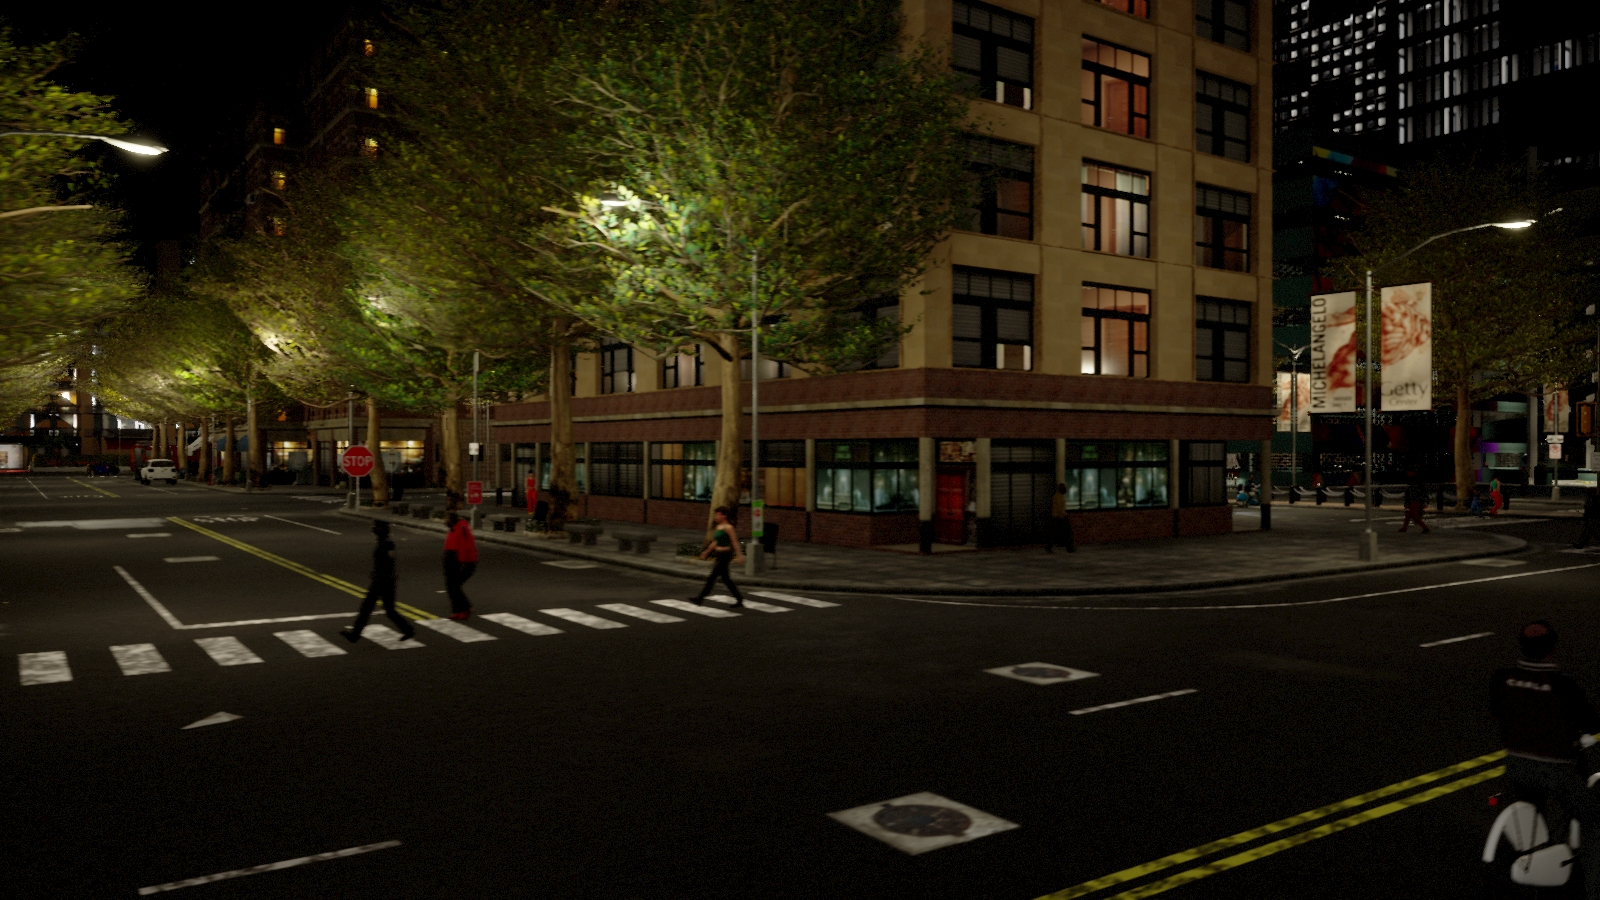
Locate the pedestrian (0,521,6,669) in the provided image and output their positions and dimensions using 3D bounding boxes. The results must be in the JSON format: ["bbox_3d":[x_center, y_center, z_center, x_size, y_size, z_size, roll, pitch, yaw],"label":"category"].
[{"bbox_3d":[-10.375,1.849,14.594,0.375,1.860,0.375,0,0,-34],"label":"pedestrian"}]

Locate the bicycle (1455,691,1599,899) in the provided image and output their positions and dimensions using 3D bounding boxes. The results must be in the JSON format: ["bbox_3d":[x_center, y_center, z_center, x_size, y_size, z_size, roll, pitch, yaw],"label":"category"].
[{"bbox_3d":[4.640,2.209,6.999,1.835,1.171,0.329,-1,0,-35],"label":"bicycle"}]

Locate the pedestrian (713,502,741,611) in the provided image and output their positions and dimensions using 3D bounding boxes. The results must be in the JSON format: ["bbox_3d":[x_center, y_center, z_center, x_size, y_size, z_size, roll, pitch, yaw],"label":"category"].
[{"bbox_3d":[-1.280,1.848,19.970,0.375,1.860,0.375,0,0,-28],"label":"pedestrian"}]

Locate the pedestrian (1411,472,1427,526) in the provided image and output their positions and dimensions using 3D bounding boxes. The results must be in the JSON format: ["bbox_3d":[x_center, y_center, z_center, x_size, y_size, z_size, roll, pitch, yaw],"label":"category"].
[{"bbox_3d":[21.445,1.692,39.588,0.375,1.860,0.375,0,0,9],"label":"pedestrian"}]

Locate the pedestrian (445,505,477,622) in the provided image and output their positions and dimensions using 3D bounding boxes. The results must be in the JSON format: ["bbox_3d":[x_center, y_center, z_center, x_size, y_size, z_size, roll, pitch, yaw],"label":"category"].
[{"bbox_3d":[-5.544,1.849,18.681,0.375,1.860,0.375,0,0,-40],"label":"pedestrian"}]

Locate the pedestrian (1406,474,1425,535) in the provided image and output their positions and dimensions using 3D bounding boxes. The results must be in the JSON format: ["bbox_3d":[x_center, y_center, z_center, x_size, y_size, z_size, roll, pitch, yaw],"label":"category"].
[{"bbox_3d":[19.242,1.693,35.717,0.375,1.860,0.375,0,0,-37],"label":"pedestrian"}]

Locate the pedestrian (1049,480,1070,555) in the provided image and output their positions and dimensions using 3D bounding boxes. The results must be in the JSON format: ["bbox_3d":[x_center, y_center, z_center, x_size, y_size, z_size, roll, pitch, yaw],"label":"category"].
[{"bbox_3d":[6.537,1.694,28.777,0.375,1.860,0.375,0,0,-15],"label":"pedestrian"}]

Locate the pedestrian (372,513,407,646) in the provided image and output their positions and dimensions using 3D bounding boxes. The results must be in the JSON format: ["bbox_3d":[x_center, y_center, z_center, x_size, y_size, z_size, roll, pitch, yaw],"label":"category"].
[{"bbox_3d":[-5.901,1.848,16.428,0.375,1.860,0.375,0,0,-36],"label":"pedestrian"}]

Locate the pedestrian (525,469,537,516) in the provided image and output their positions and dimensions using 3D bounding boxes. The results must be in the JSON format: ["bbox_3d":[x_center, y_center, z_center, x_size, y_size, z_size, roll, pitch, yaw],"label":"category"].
[{"bbox_3d":[-10.803,1.694,45.898,0.375,1.860,0.375,0,0,-29],"label":"pedestrian"}]

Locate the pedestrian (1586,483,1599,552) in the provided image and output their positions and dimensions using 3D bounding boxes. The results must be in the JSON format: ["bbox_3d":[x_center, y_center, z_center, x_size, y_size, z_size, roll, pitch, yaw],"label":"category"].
[{"bbox_3d":[21.810,1.845,31.262,0.375,1.860,0.375,0,0,-33],"label":"pedestrian"}]
